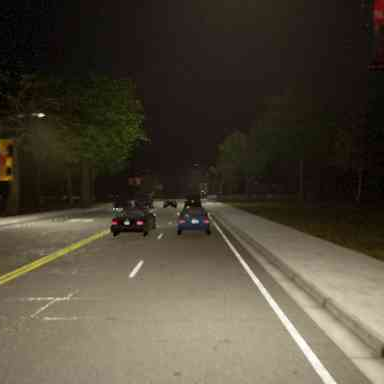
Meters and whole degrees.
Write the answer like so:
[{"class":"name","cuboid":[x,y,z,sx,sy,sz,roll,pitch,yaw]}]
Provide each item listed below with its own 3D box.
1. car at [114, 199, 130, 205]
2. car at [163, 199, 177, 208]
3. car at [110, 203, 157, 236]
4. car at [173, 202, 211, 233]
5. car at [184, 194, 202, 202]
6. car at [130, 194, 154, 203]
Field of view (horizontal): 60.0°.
[{"class":"car","cuboid":[-9.804,1.650,47.605,1.994,1.385,4.181,0,0,0]},{"class":"car","cuboid":[-3.130,1.693,49.358,1.895,1.301,4.718,0,0,0]},{"class":"car","cuboid":[-3.144,1.564,18.592,2.033,1.411,5.357,0,0,0]},{"class":"car","cuboid":[0.106,1.566,19.510,2.033,1.411,5.357,0,0,0]},{"class":"car","cuboid":[0.117,1.300,45.047,2.150,2.045,5.566,0,0,0]},{"class":"car","cuboid":[-6.563,1.302,45.863,2.150,2.045,5.566,0,0,0]}]
